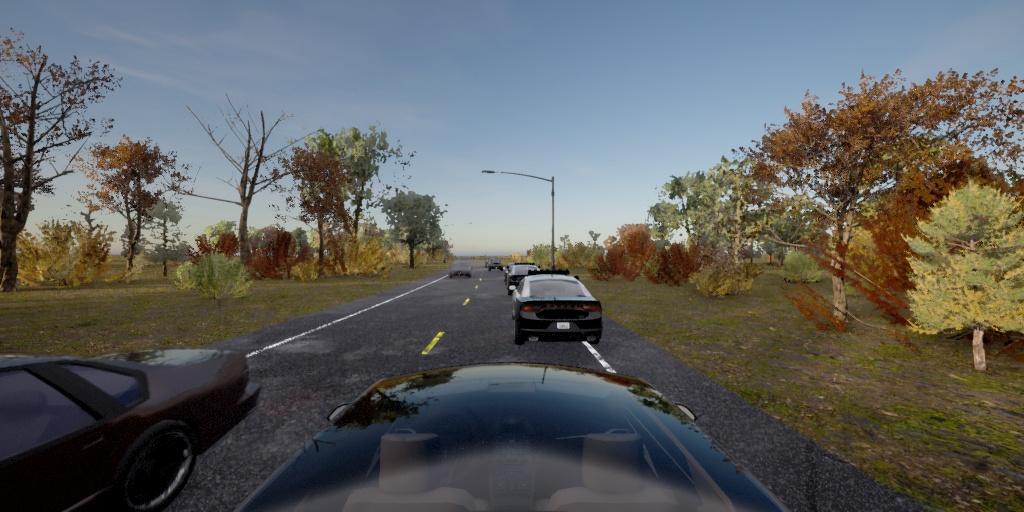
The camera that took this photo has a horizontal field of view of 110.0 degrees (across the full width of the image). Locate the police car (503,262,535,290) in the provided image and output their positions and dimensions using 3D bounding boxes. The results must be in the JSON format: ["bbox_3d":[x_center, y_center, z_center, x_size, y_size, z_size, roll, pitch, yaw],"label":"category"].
[{"bbox_3d":[0.674,1.170,19.732,1.930,1.638,5.238,0,0,-2],"label":"police car"}]

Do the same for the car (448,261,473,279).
[{"bbox_3d":[-4.597,1.243,32.401,1.837,1.490,4.892,0,0,-4],"label":"car"}]

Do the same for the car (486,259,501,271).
[{"bbox_3d":[-2.184,1.234,47.321,1.837,1.490,4.892,0,0,-5],"label":"car"}]

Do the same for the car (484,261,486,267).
[{"bbox_3d":[-3.535,1.209,60.211,2.128,1.511,4.902,0,0,-7],"label":"car"}]

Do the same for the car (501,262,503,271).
[{"bbox_3d":[0.405,1.217,25.650,1.882,1.535,5.008,0,0,-3],"label":"car"}]

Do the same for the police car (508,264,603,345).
[{"bbox_3d":[0.967,1.174,9.681,1.930,1.638,5.238,0,0,-1],"label":"police car"}]

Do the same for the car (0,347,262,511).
[{"bbox_3d":[-3.614,1.297,1.461,2.033,1.411,5.357,0,0,0],"label":"car"}]
